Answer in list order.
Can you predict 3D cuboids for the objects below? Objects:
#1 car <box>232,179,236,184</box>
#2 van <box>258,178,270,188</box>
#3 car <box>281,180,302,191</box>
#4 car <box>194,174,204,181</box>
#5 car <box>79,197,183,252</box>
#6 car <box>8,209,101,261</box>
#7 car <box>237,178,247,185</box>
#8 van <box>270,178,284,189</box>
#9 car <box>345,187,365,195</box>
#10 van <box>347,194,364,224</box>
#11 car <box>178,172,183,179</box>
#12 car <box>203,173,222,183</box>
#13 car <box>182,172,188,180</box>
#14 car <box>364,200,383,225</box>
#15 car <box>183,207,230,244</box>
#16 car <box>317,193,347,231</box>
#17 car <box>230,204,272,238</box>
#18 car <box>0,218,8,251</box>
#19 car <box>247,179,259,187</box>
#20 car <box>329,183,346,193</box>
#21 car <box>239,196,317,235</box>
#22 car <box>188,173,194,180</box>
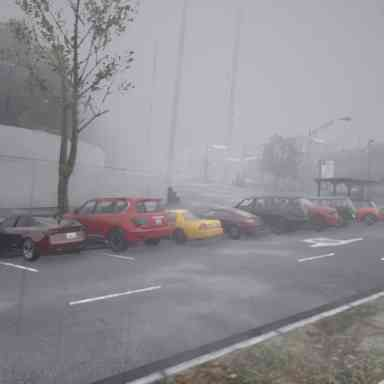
[{"bbox_3d":[10.662,-2.332,75.117,2.002,1.452,4.674,7,3,35],"label":"car"},{"bbox_3d":[15.813,-1.779,67.606,1.878,1.987,4.442,7,4,35],"label":"van"},{"bbox_3d":[19.305,-1.007,62.774,2.231,1.521,4.892,7,3,35],"label":"car"},{"bbox_3d":[3.700,-3.714,84.883,2.435,2.045,5.566,7,3,34],"label":"car"},{"bbox_3d":[-3.475,1.246,14.075,5.566,2.045,2.435,-1,-1,34],"label":"car"},{"bbox_3d":[-5.919,1.523,12.329,4.792,1.488,2.163,-1,-1,35],"label":"car"},{"bbox_3d":[12.405,-2.059,72.656,2.002,1.452,4.674,7,4,35],"label":"car"},{"bbox_3d":[17.544,-1.506,65.136,1.878,1.987,4.442,7,4,35],"label":"van"},{"bbox_3d":[26.211,0.121,52.920,2.002,1.452,4.674,7,3,35],"label":"car"},{"bbox_3d":[8.926,1.290,22.668,4.442,1.987,1.878,-1,-1,35],"label":"van"},{"bbox_3d":[-1.599,-4.377,92.164,2.435,2.045,5.566,1,-1,34],"label":"car"},{"bbox_3d":[5.552,-3.191,82.625,1.946,1.575,5.366,7,3,34],"label":"car"},{"bbox_3d":[0.174,-4.100,89.818,2.185,1.767,4.553,4,1,33],"label":"car"},{"bbox_3d":[11.335,1.396,24.420,4.553,1.767,2.185,-1,-1,35],"label":"car"},{"bbox_3d":[-1.156,1.500,15.903,5.366,1.575,1.946,-1,-1,35],"label":"car"},{"bbox_3d":[6.389,1.261,20.997,5.566,2.045,2.435,-1,-1,35],"label":"car"},{"bbox_3d":[1.450,1.544,17.532,4.674,1.452,2.002,-1,-1,35],"label":"car"},{"bbox_3d":[-8.338,1.493,10.581,4.892,1.521,2.231,-1,-1,34],"label":"car"},{"bbox_3d":[14.238,-1.827,70.336,1.946,1.575,5.366,7,3,35],"label":"car"},{"bbox_3d":[24.519,-0.441,55.391,2.435,2.045,5.566,7,3,35],"label":"car"},{"bbox_3d":[3.876,1.258,19.291,5.566,2.045,2.435,-1,-1,35],"label":"car"},{"bbox_3d":[1.905,-3.865,87.348,2.185,1.767,4.553,6,3,34],"label":"car"}]
